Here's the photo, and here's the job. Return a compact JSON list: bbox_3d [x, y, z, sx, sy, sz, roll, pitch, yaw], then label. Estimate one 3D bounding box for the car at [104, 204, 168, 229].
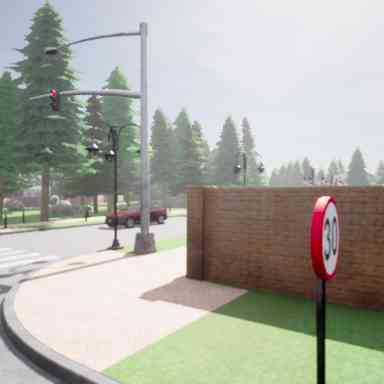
[{"bbox_3d":[-3.740,1.555,22.919,1.882,1.535,5.008,0,0,34],"label":"car"}]
